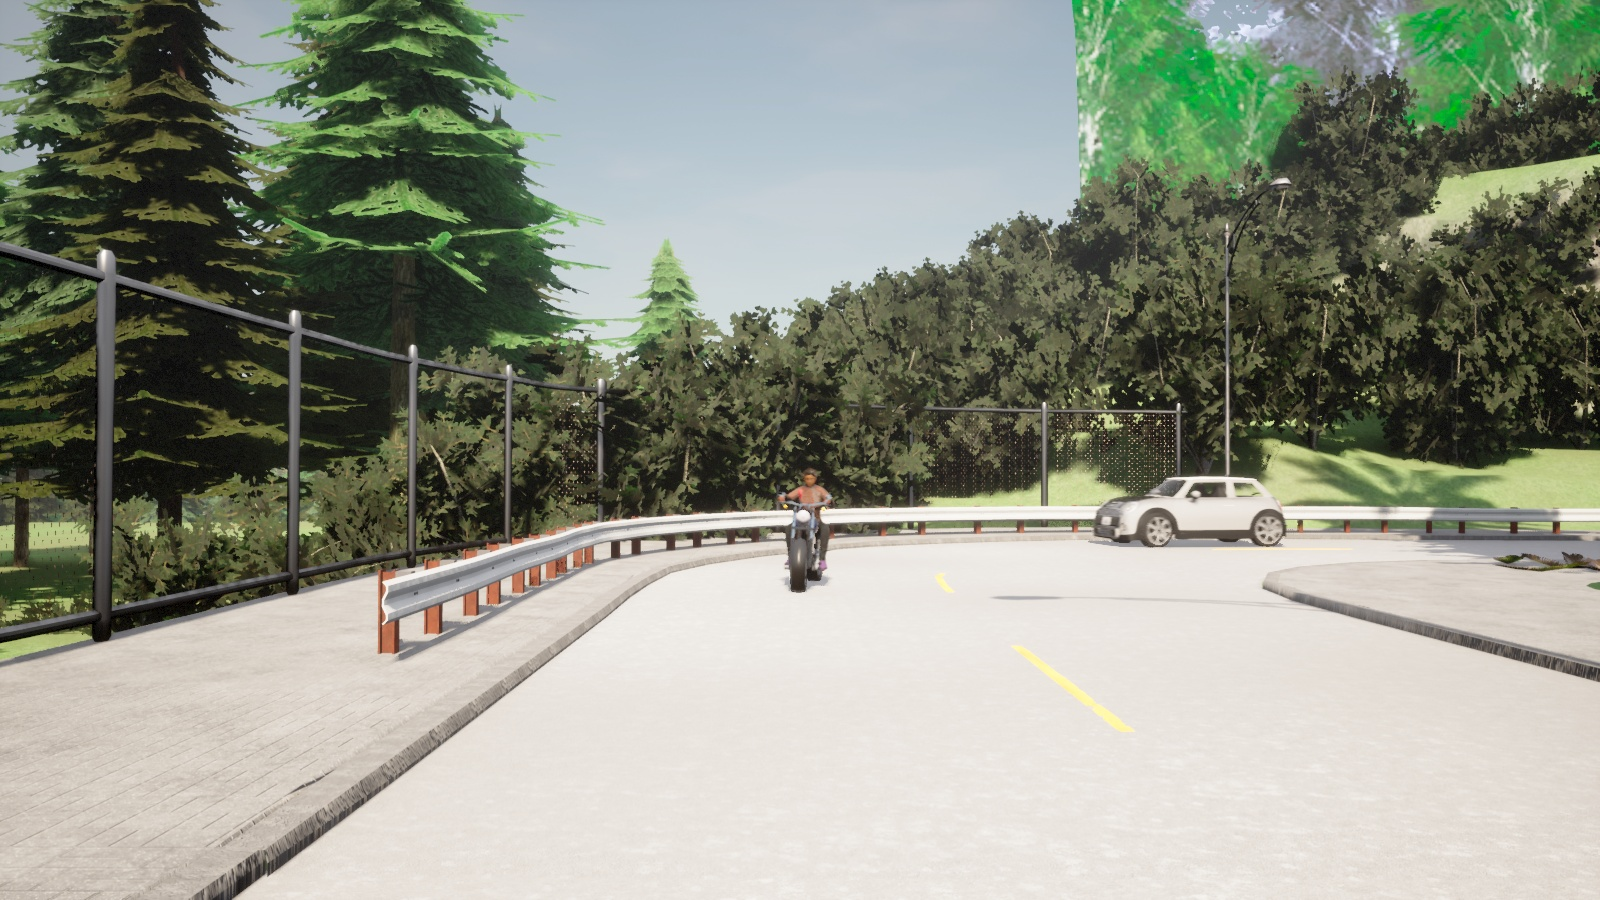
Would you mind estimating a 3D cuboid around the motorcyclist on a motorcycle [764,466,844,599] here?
[{"bbox_3d":[0.087,1.049,16.895,0.766,1.649,2.350,0,-1,7],"label":"motorcyclist on a motorcycle"}]

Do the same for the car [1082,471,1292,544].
[{"bbox_3d":[8.253,1.200,26.945,3.806,1.475,1.970,0,-1,-11],"label":"car"}]
